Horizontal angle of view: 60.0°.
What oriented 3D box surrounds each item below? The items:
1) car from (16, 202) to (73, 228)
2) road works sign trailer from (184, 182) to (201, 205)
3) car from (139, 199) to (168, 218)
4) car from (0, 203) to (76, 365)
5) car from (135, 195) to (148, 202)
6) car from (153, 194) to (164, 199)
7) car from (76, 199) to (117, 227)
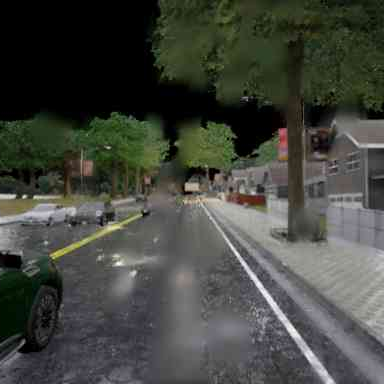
[{"bbox_3d":[-9.837,1.489,22.633,1.812,1.442,4.674,0,0,0],"label":"car"},{"bbox_3d":[0.018,0.262,52.228,2.380,3.560,2.880,0,0,1],"label":"road works sign trailer"},{"bbox_3d":[-3.137,1.535,28.842,1.895,1.301,4.718,0,0,0],"label":"car"},{"bbox_3d":[-3.147,1.230,3.020,2.150,2.045,5.566,0,0,0],"label":"car"},{"bbox_3d":[-9.730,1.269,64.557,2.033,1.411,5.357,0,0,0],"label":"car"},{"bbox_3d":[-6.485,1.198,64.549,1.882,1.535,5.008,0,1,0],"label":"car"},{"bbox_3d":[-6.588,1.316,22.605,2.097,1.767,4.553,0,0,0],"label":"car"}]
